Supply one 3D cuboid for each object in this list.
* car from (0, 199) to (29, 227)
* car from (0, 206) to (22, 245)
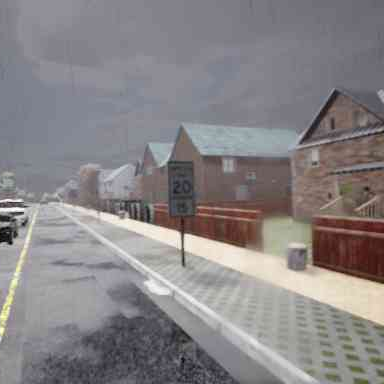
[{"bbox_3d":[-14.194,1.614,26.240,2.150,2.045,5.566,-1,0,-24],"label":"car"},{"bbox_3d":[-9.861,1.740,16.653,1.882,1.535,5.008,-1,0,-24],"label":"car"}]
